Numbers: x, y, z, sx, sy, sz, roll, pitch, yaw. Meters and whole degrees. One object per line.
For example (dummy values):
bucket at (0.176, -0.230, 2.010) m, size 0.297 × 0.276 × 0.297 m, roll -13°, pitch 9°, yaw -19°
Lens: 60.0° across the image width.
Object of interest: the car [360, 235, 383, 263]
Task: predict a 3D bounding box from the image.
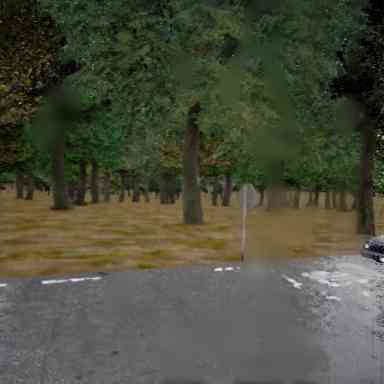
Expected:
car at (8.079, 1.715, 11.012) m, size 5.357 × 1.411 × 2.033 m, roll 2°, pitch 2°, yaw -27°
